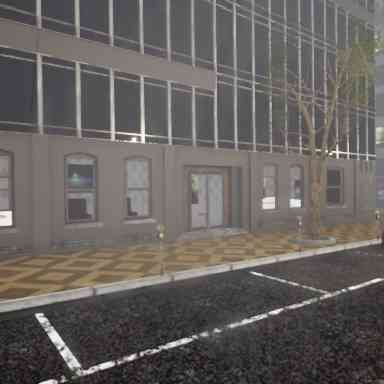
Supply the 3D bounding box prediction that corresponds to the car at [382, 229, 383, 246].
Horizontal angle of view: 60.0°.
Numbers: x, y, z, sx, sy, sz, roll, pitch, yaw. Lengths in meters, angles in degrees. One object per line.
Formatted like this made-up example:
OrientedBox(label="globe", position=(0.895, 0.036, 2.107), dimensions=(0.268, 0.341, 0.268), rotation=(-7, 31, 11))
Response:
OrientedBox(label="car", position=(9.308, 1.451, 13.238), dimensions=(4.097, 1.590, 1.967), rotation=(0, -1, -36))
